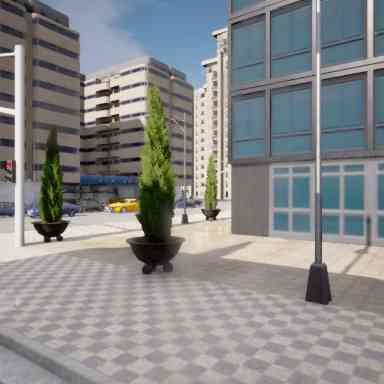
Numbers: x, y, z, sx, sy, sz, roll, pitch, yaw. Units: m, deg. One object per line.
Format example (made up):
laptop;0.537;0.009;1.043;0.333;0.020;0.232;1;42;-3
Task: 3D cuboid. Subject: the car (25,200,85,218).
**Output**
car;-12.535;1.581;30.244;1.812;1.442;4.674;0;0;35

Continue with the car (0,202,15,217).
car;-17.191;1.603;29.760;2.033;1.411;5.357;0;0;35

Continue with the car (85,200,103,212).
car;-11.859;1.619;37.292;1.994;1.385;4.181;0;0;35

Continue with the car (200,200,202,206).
car;-0.087;1.581;53.851;1.812;1.442;4.674;0;0;36

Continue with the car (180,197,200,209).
car;-1.289;1.581;46.142;1.812;1.442;4.674;0;0;35

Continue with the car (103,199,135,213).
car;-7.216;1.533;37.795;1.882;1.535;5.008;0;0;35
